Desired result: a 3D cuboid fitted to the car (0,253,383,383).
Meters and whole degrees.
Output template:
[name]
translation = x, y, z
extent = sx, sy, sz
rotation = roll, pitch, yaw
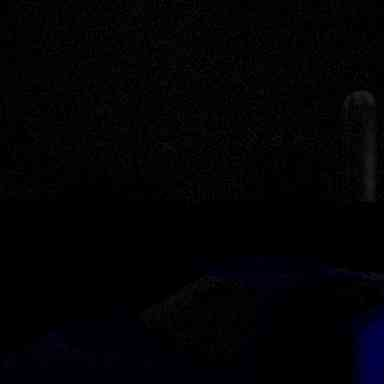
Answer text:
[car]
translation = 0.653, 1.500, 3.540
extent = 5.008, 1.535, 1.882
rotation = 1, 0, -36
